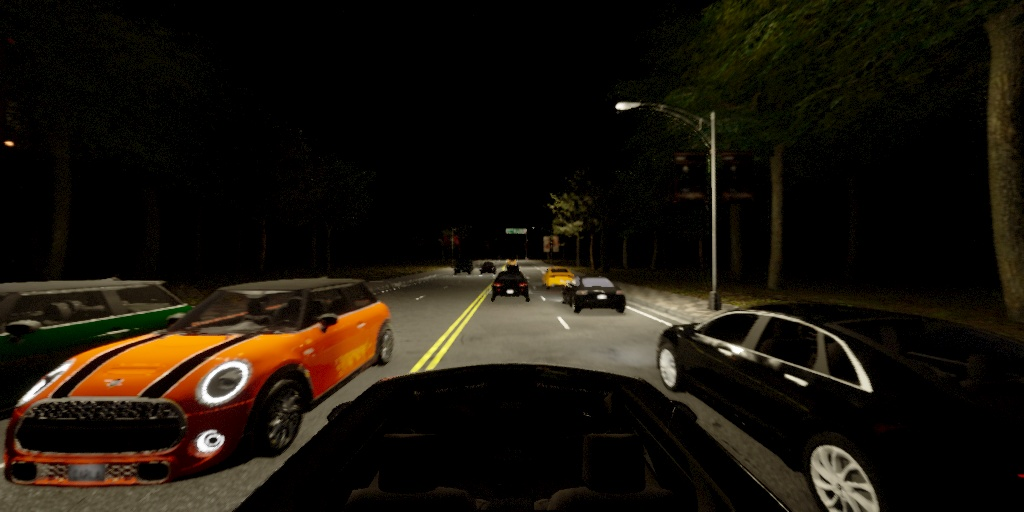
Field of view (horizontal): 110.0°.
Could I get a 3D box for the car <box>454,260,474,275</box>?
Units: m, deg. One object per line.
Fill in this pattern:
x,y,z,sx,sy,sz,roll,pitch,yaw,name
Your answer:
-6.503,1.543,48.974,2.150,2.045,5.566,0,0,0,car

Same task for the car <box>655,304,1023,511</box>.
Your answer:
3.250,1.282,3.958,1.837,1.490,4.892,0,-1,0,car

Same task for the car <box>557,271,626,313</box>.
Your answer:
3.249,1.478,14.956,1.994,1.385,4.181,0,-1,0,car

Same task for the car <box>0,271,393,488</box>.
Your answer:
-3.350,1.143,5.074,2.097,1.767,4.553,0,-1,0,car

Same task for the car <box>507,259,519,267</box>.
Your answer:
0.096,1.706,54.647,2.128,1.511,4.902,0,0,0,car

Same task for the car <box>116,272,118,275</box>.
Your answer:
-6.600,1.137,4.558,2.097,1.767,4.553,0,-1,0,car

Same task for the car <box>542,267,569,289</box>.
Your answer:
3.249,1.528,25.957,1.882,1.535,5.008,0,-1,0,car

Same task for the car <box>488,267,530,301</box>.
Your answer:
-0.064,1.485,18.669,1.812,1.442,4.674,0,-1,0,car

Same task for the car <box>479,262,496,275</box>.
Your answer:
-3.253,1.642,49.033,2.097,1.767,4.553,0,0,0,car
